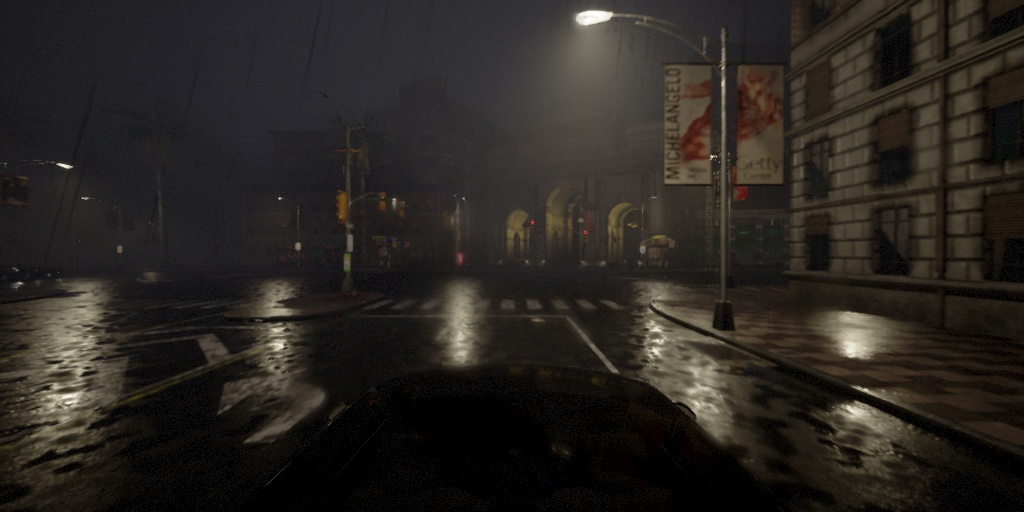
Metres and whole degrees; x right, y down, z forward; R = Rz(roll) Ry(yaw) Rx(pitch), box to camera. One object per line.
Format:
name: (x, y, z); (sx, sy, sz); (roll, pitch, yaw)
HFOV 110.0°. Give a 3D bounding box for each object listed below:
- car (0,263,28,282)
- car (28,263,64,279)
car: (-37.509, 0.959, 24.945); (4.553, 1.767, 2.097); (0, 0, 1)
car: (-38.916, 1.187, 28.463); (4.718, 1.301, 1.895); (0, 0, 0)
